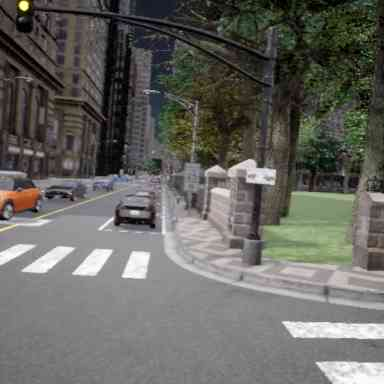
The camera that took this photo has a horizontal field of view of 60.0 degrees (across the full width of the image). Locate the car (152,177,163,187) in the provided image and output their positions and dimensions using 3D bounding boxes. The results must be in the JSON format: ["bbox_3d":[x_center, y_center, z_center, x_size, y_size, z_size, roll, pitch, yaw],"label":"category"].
[{"bbox_3d":[-7.144,-2.084,69.373,2.192,1.841,5.009,5,2,-5],"label":"car"}]

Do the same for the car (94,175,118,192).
[{"bbox_3d":[-10.356,-0.896,39.300,1.812,1.442,4.674,5,2,-5],"label":"car"}]

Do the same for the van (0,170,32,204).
[{"bbox_3d":[-11.389,-0.385,20.082,1.690,1.788,3.998,5,2,-5],"label":"van"}]

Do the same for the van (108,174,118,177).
[{"bbox_3d":[-15.142,-2.471,63.231,1.690,1.788,3.998,5,2,-5],"label":"van"}]

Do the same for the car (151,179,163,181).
[{"bbox_3d":[-4.818,-0.542,42.415,1.887,1.381,4.507,5,2,-5],"label":"car"}]

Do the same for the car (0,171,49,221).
[{"bbox_3d":[-8.263,0.116,14.406,2.097,1.767,4.553,5,2,-4],"label":"car"}]

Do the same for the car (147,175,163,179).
[{"bbox_3d":[-5.737,-1.295,53.193,2.192,1.841,5.009,5,2,-5],"label":"car"}]

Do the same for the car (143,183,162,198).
[{"bbox_3d":[-4.352,-0.245,37.022,1.802,1.307,4.206,5,2,-5],"label":"car"}]

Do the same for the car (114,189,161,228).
[{"bbox_3d":[-2.473,0.772,15.447,1.947,1.339,4.313,5,2,-5],"label":"car"}]

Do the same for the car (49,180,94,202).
[{"bbox_3d":[-9.125,-0.178,24.756,2.033,1.411,5.357,5,2,-5],"label":"car"}]

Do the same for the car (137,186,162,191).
[{"bbox_3d":[-2.944,0.531,20.841,1.802,1.307,4.206,5,2,-5],"label":"car"}]

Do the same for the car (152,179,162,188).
[{"bbox_3d":[-6.708,-1.620,64.157,1.752,1.417,4.829,5,2,-5],"label":"car"}]

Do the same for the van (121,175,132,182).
[{"bbox_3d":[-17.018,-3.529,84.806,1.690,1.788,3.998,5,2,-5],"label":"van"}]

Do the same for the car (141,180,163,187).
[{"bbox_3d":[-3.401,0.132,26.229,1.967,1.590,4.097,5,2,-5],"label":"car"}]
